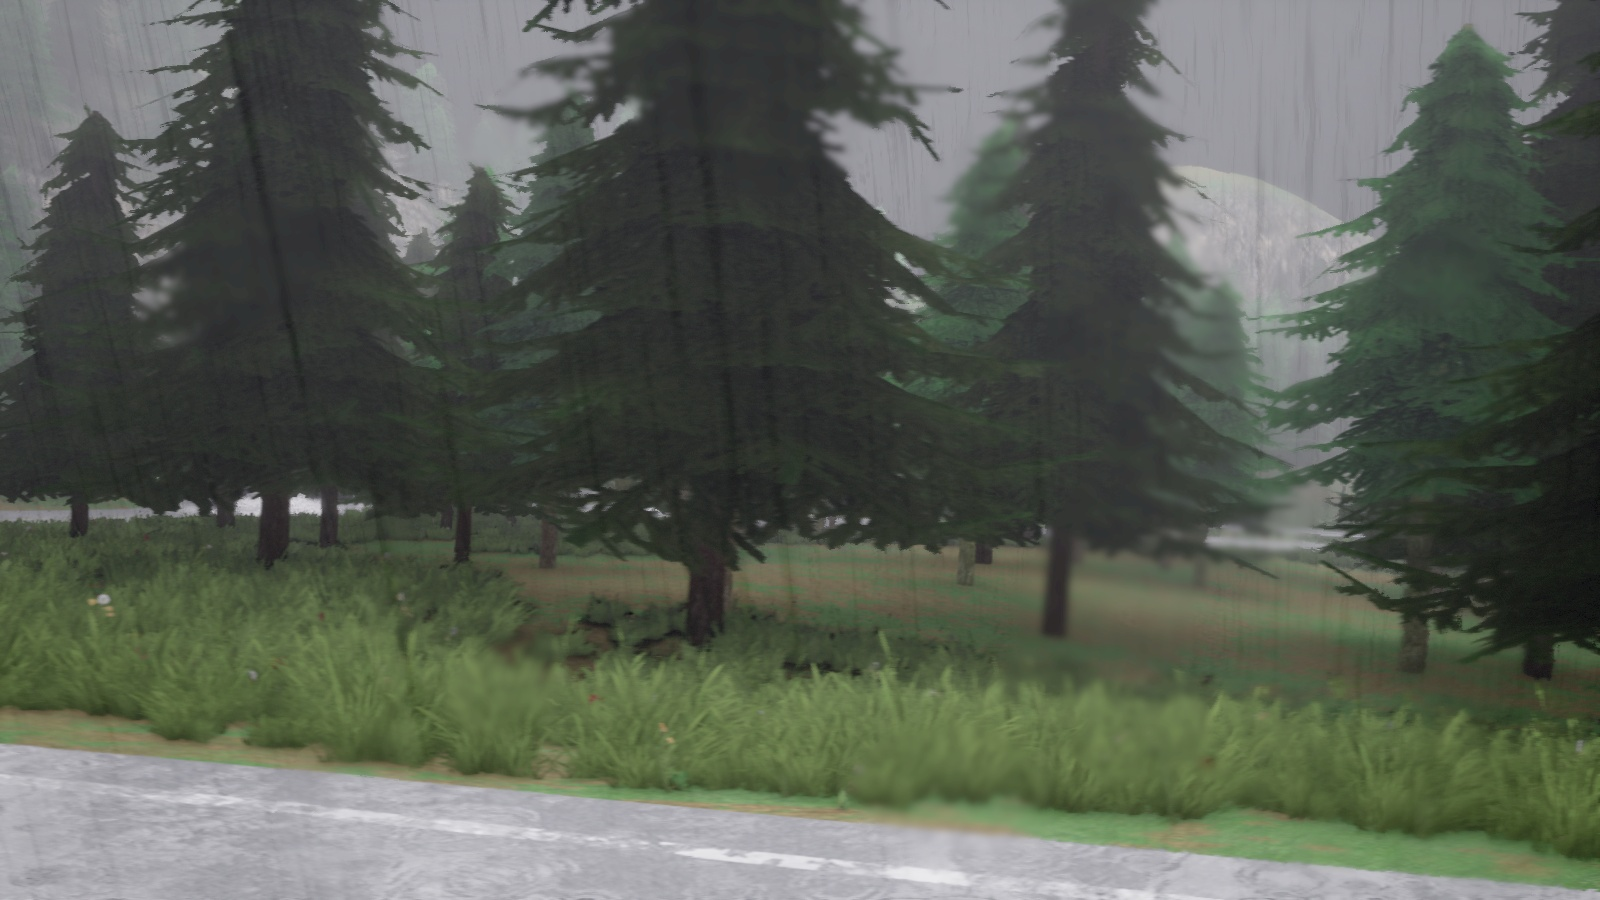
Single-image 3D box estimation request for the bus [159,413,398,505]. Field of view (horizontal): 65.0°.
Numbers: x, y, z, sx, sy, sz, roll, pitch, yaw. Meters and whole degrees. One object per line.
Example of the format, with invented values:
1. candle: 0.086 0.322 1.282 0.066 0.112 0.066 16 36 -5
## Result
1. bus: -25.893 0.429 62.880 3.944 4.253 10.273 -2 -1 43
